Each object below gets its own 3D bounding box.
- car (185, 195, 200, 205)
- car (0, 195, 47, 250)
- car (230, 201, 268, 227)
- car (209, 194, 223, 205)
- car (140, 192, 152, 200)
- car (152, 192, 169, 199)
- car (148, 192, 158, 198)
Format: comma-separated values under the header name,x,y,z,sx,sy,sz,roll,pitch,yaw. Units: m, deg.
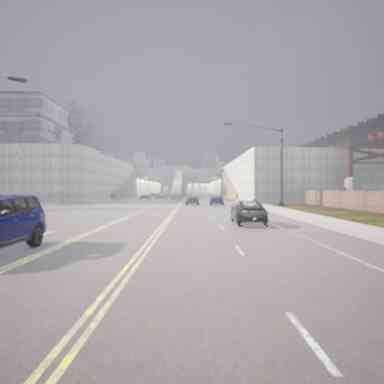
name,x,y,z,sx,sy,sz,roll,pitch,yaw
car,0.080,1.122,50.112,1.812,1.442,4.674,0,0,0
car,-7.027,1.129,11.409,2.150,2.045,5.566,0,0,0
car,3.592,1.318,21.467,2.128,1.511,4.902,0,0,0
car,3.580,1.077,49.681,1.882,1.535,5.008,0,0,0
car,-10.528,0.996,74.591,1.895,1.301,4.718,0,0,0
car,-7.028,0.755,74.651,2.097,1.767,4.553,0,0,0
car,-10.534,0.810,90.104,2.033,1.411,5.357,0,0,0
